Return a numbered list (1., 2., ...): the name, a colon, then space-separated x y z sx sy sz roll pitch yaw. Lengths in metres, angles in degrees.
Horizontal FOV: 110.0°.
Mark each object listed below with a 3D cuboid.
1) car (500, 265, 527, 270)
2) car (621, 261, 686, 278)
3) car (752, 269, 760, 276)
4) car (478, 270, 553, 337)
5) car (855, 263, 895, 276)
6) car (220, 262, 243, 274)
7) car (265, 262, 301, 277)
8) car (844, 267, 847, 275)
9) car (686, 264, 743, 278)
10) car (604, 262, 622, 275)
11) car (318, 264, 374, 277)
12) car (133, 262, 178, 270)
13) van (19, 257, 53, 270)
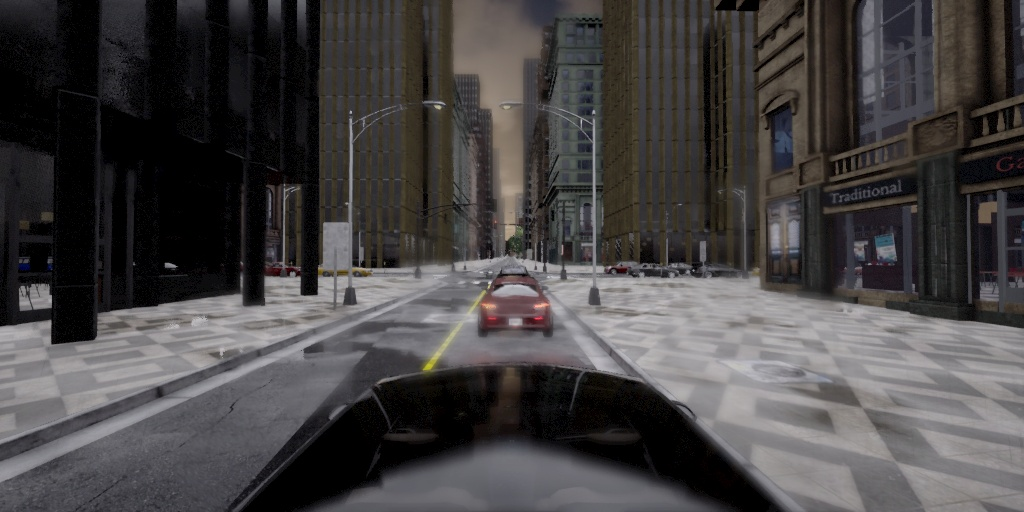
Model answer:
1. car: 0.092 1.247 19.394 2.128 1.511 4.902 0 0 0
2. car: 12.316 1.294 31.389 4.403 1.370 2.007 0 0 0
3. car: 23.823 1.314 31.431 4.829 1.417 1.751 0 0 0
4. car: 0.088 1.278 10.141 1.812 1.442 4.674 0 0 0
5. car: 40.656 1.455 40.018 4.097 1.591 1.967 0 0 0
6. car: -30.973 1.305 39.751 4.507 1.381 1.888 0 0 0
7. car: -20.073 1.195 31.268 4.507 1.381 1.888 0 0 0
8. car: 34.989 1.561 39.997 4.207 1.307 1.802 0 0 0
9. car: 17.986 1.330 31.410 4.313 1.339 1.948 0 0 0
10. car: 12.315 1.313 39.913 4.097 1.591 1.967 0 0 0
11. car: -14.603 1.188 31.288 4.829 1.417 1.751 0 0 0
12. car: -30.673 1.196 31.228 4.313 1.339 1.948 0 0 0
13. van: -41.274 0.956 31.188 3.998 1.789 1.690 0 0 0
